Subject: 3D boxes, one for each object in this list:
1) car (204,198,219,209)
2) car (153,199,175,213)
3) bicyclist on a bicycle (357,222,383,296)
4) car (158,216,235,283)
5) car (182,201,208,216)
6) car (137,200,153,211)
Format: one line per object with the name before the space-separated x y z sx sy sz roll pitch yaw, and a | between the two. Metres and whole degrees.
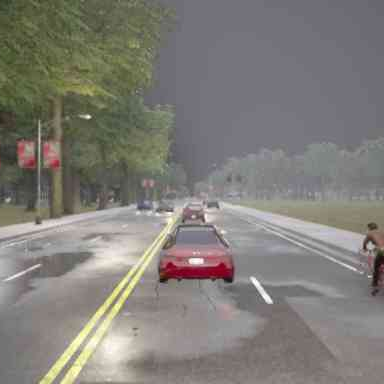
car | 3.386 1.973 54.494 1.837 1.490 4.892 0 -1 0
car | -3.310 1.700 41.538 2.097 1.767 4.553 0 0 0
bicyclist on a bicycle | 4.148 1.512 7.477 0.582 1.620 1.656 0 -1 0
car | 0.107 1.643 9.979 1.994 1.385 4.181 0 0 0
car | 0.118 1.754 27.874 1.812 1.442 4.674 0 -1 0
car | -6.550 1.874 46.814 1.882 1.535 5.008 0 0 0
